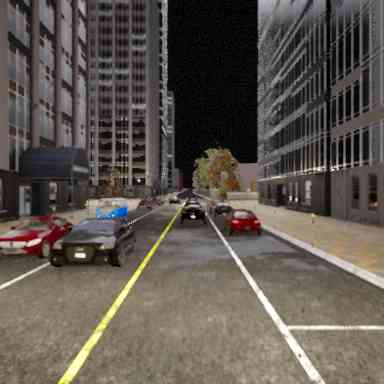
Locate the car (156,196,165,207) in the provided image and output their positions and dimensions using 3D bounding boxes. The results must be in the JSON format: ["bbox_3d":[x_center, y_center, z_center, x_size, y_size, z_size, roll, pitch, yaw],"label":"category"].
[{"bbox_3d":[-5.712,1.584,52.417,1.802,1.307,4.206,0,0,0],"label":"car"}]

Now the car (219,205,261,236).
[{"bbox_3d":[2.683,1.587,18.261,1.802,1.307,4.206,0,0,0],"label":"car"}]

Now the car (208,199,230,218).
[{"bbox_3d":[2.678,1.559,29.645,2.008,1.369,4.403,0,0,0],"label":"car"}]

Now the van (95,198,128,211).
[{"bbox_3d":[-5.701,1.347,23.952,1.690,1.788,3.998,0,0,0],"label":"van"}]

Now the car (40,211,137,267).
[{"bbox_3d":[-3.106,1.567,11.226,1.994,1.385,4.181,0,0,0],"label":"car"}]

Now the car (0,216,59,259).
[{"bbox_3d":[-5.696,1.585,12.568,1.802,1.307,4.206,0,0,0],"label":"car"}]

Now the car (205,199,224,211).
[{"bbox_3d":[2.673,1.560,41.031,2.008,1.369,4.403,0,0,0],"label":"car"}]

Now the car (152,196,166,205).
[{"bbox_3d":[-5.714,1.435,58.109,1.967,1.590,4.097,0,0,0],"label":"car"}]

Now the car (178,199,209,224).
[{"bbox_3d":[0.084,1.532,25.068,1.812,1.442,4.674,0,0,0],"label":"car"}]

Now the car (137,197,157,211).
[{"bbox_3d":[-5.708,1.591,41.029,1.802,1.307,4.206,0,0,0],"label":"car"}]

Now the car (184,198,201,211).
[{"bbox_3d":[0.082,1.556,42.911,2.033,1.411,5.357,0,0,0],"label":"car"}]

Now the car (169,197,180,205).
[{"bbox_3d":[-3.032,1.558,59.709,1.994,1.385,4.181,0,0,0],"label":"car"}]

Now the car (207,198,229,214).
[{"bbox_3d":[2.676,1.449,35.337,1.967,1.590,4.097,0,0,0],"label":"car"}]
